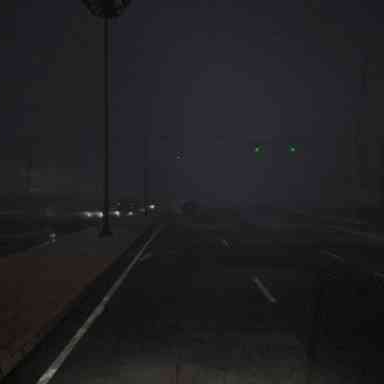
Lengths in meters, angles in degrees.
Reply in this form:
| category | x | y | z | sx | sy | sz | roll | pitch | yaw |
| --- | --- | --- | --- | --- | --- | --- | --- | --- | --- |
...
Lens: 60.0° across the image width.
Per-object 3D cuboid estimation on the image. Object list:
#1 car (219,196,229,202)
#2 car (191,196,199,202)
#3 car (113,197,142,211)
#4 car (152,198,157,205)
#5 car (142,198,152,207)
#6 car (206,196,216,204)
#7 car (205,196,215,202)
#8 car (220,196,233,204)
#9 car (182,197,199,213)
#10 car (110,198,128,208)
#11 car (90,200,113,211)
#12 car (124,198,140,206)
| category | x | y | z | sx | sy | sz | roll | pitch | yaw |
| --- | --- | --- | --- | --- | --- | --- | --- | --- | --- |
| car | 7.780 | 1.707 | 80.441 | 1.994 | 1.385 | 4.181 | 0 | 0 | 1 |
| car | 0.782 | 1.712 | 80.579 | 1.994 | 1.385 | 4.181 | 0 | 0 | 1 |
| car | -8.170 | 1.483 | 42.660 | 2.097 | 1.767 | 4.553 | 0 | 0 | 2 |
| car | -7.656 | 1.787 | 61.789 | 1.895 | 1.301 | 4.718 | 0 | 0 | 1 |
| car | -7.894 | 1.634 | 51.703 | 1.882 | 1.535 | 5.008 | 0 | 0 | 1 |
| car | 4.044 | 1.698 | 70.099 | 1.837 | 1.490 | 4.892 | 0 | 0 | 1 |
| car | 4.281 | 1.683 | 80.529 | 2.128 | 1.511 | 4.902 | 0 | 0 | 1 |
| car | 7.541 | 1.672 | 69.950 | 1.882 | 1.535 | 5.008 | 0 | 0 | 1 |
| car | -0.186 | 1.679 | 39.216 | 1.994 | 1.385 | 4.181 | 0 | 0 | 1 |
| car | -11.383 | 1.686 | 52.192 | 1.812 | 1.442 | 4.674 | 0 | 0 | 1 |
| car | -11.652 | 1.735 | 43.070 | 1.895 | 1.301 | 4.718 | 0 | 0 | 2 |
| car | -11.149 | 1.790 | 62.128 | 1.895 | 1.301 | 4.718 | 0 | 0 | 1 |
